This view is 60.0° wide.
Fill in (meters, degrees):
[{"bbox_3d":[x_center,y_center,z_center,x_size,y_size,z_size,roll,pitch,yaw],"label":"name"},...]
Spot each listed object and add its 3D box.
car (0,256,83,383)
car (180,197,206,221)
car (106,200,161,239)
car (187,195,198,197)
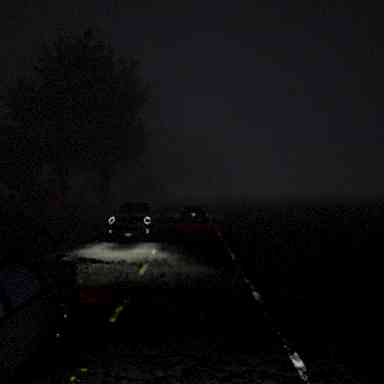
[{"bbox_3d":[-2.837,1.522,3.588,2.033,1.411,5.357,0,0,0],"label":"car"},{"bbox_3d":[0.101,1.339,24.787,1.812,1.442,4.674,0,0,0],"label":"car"},{"bbox_3d":[-2.747,1.232,16.523,2.097,1.767,4.553,0,0,0],"label":"car"},{"bbox_3d":[0.118,1.147,41.771,2.128,1.511,4.902,0,1,0],"label":"car"}]
